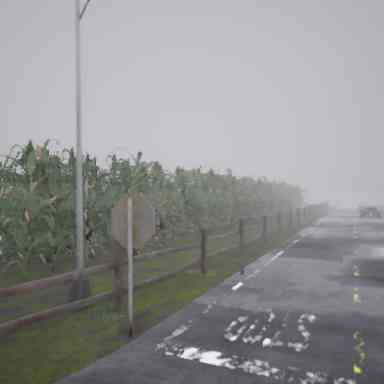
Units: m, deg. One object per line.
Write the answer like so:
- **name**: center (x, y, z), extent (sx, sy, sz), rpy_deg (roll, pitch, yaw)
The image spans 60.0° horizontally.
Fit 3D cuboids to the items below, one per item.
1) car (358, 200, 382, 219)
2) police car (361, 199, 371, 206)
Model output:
- **car**: center (18.695, 1.950, 34.909), extent (1.837, 1.490, 4.892), rpy_deg (-2, -1, 27)
- **police car**: center (40.375, 2.394, 77.193), extent (1.930, 1.638, 5.238), rpy_deg (-2, -1, 26)
